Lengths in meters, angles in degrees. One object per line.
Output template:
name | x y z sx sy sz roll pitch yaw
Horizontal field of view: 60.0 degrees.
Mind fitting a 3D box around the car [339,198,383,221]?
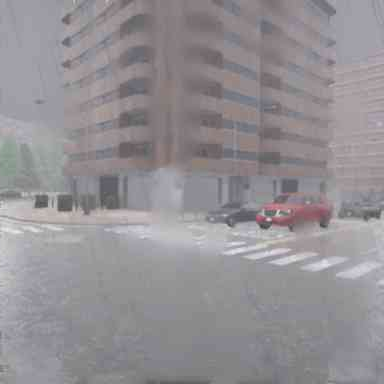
car | 12.804 1.390 25.370 4.181 1.385 1.994 0 1 -43

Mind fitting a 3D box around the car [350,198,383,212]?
car | 18.960 1.361 35.871 4.718 1.301 1.895 0 1 -43

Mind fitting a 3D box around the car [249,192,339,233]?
car | 5.942 1.055 18.927 5.566 2.045 2.150 0 1 -43

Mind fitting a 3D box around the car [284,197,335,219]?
car | 9.709 1.247 27.267 5.008 1.535 1.882 0 1 -43

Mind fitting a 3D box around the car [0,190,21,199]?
car | -30.961 0.447 55.362 1.837 1.490 4.892 -1 0 24

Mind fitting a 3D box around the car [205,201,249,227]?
car | 2.878 1.302 20.880 4.674 1.442 1.812 0 1 -43
